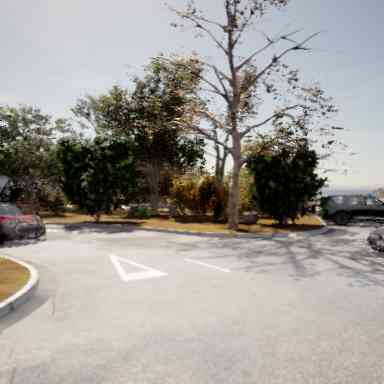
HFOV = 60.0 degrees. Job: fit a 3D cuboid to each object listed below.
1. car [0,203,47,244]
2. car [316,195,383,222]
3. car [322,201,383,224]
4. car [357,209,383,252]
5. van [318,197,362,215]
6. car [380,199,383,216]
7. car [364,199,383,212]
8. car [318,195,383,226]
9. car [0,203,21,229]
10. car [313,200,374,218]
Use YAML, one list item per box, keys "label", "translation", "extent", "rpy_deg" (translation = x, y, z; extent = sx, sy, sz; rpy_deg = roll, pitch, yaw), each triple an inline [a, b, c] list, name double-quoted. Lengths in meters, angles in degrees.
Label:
- label: "car"
  translation: [-8.918, 1.296, 15.295]
  extent: [4.553, 1.767, 2.097]
  rpy_deg: [0, 0, 25]
- label: "car"
  translation: [13.344, 1.295, 27.672]
  extent: [5.566, 2.045, 2.435]
  rpy_deg: [0, -1, 18]
- label: "car"
  translation: [12.467, 1.511, 25.017]
  extent: [4.892, 1.521, 2.231]
  rpy_deg: [0, -1, 18]
- label: "car"
  translation: [8.504, 1.452, 11.684]
  extent: [4.674, 1.442, 1.812]
  rpy_deg: [0, 1, -16]
- label: "van"
  translation: [16.897, 1.551, 38.263]
  extent: [4.442, 1.987, 1.878]
  rpy_deg: [0, -1, 18]
- label: "car"
  translation: [20.484, 1.566, 33.323]
  extent: [2.097, 1.767, 4.553]
  rpy_deg: [0, -1, 19]
- label: "car"
  translation: [32.600, 2.434, 59.775]
  extent: [2.150, 2.045, 5.566]
  rpy_deg: [0, -2, 19]
- label: "car"
  translation: [11.672, 1.228, 22.472]
  extent: [5.566, 2.045, 2.435]
  rpy_deg: [0, -1, 18]
- label: "car"
  translation: [-13.185, 1.455, 20.644]
  extent: [4.674, 1.442, 1.812]
  rpy_deg: [0, 0, 18]
- label: "car"
  translation: [14.914, 1.647, 33.168]
  extent: [5.366, 1.575, 1.946]
  rpy_deg: [0, -1, 18]
